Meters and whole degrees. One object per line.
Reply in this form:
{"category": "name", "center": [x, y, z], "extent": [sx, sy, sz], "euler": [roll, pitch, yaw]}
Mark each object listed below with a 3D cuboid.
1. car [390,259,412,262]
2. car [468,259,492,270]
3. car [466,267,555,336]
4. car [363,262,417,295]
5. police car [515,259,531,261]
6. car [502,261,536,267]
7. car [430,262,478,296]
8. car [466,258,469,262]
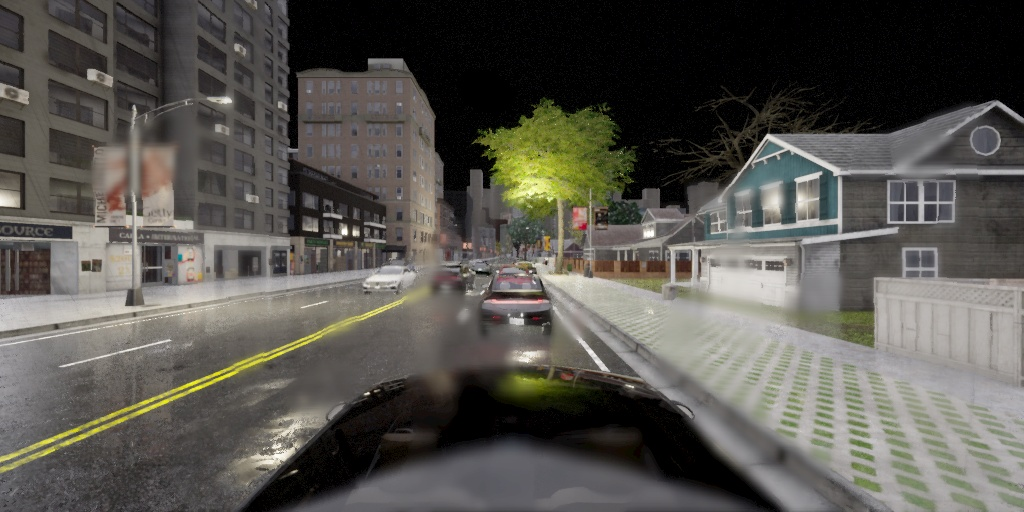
{"category": "car", "center": [-9.815, 1.080, 31.174], "extent": [2.097, 1.767, 4.553], "euler": [0, 0, 0]}
{"category": "car", "center": [-3.112, 1.284, 37.206], "extent": [1.994, 1.385, 4.181], "euler": [0, 0, 0]}
{"category": "car", "center": [0.113, 1.239, 10.357], "extent": [2.128, 1.511, 4.902], "euler": [0, 0, 0]}
{"category": "car", "center": [-6.577, 1.267, 19.864], "extent": [1.812, 1.442, 4.674], "euler": [0, 0, 0]}
{"category": "police car", "center": [1.009, 1.156, 29.590], "extent": [1.930, 1.638, 5.238], "euler": [0, 0, 0]}
{"category": "car", "center": [0.122, 1.219, 19.860], "extent": [1.882, 1.535, 5.008], "euler": [0, 0, 0]}
{"category": "car", "center": [-3.127, 1.246, 19.444], "extent": [1.837, 1.490, 4.892], "euler": [0, 0, 0]}
{"category": "car", "center": [-6.468, 1.285, 64.161], "extent": [1.895, 1.301, 4.718], "euler": [0, 0, 1]}
